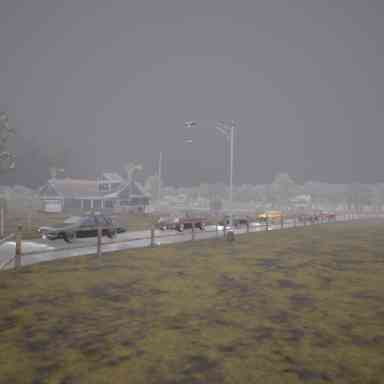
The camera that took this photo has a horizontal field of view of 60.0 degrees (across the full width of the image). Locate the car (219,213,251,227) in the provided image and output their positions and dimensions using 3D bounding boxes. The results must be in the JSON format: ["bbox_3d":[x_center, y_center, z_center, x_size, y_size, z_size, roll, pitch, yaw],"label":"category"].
[{"bbox_3d":[4.531,2.863,34.981,1.994,1.385,4.181,0,-2,35],"label":"car"}]

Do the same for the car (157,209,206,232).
[{"bbox_3d":[-0.794,2.277,27.516,2.097,1.767,4.553,0,-2,35],"label":"car"}]

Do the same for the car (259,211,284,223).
[{"bbox_3d":[10.332,3.192,43.066,1.882,1.535,5.008,0,-2,36],"label":"car"}]

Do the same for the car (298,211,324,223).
[{"bbox_3d":[16.427,3.478,46.596,2.128,1.511,4.902,0,-2,36],"label":"car"}]

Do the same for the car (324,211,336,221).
[{"bbox_3d":[22.373,3.903,54.935,1.882,1.535,5.008,0,-3,35],"label":"car"}]

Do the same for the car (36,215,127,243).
[{"bbox_3d":[-6.291,2.094,19.730,2.033,1.411,5.357,0,-2,34],"label":"car"}]
